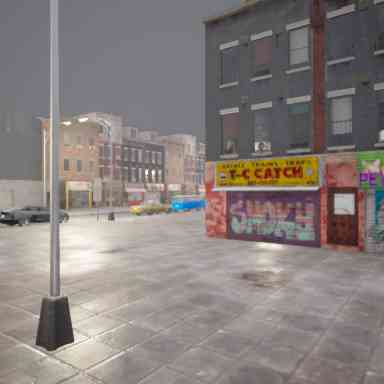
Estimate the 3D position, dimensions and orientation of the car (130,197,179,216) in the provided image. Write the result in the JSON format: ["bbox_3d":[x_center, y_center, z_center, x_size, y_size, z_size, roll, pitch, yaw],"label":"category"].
[{"bbox_3d":[-3.667,1.449,31.476,1.752,1.417,4.829,0,0,36],"label":"car"}]

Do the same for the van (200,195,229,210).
[{"bbox_3d":[2.826,1.235,40.541,1.690,1.788,3.998,0,0,36],"label":"van"}]

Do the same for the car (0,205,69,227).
[{"bbox_3d":[-10.357,1.522,22.134,1.947,1.339,4.313,0,0,36],"label":"car"}]

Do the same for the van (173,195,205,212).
[{"bbox_3d":[-0.470,1.250,35.939,1.690,1.788,3.998,0,0,36],"label":"van"}]
